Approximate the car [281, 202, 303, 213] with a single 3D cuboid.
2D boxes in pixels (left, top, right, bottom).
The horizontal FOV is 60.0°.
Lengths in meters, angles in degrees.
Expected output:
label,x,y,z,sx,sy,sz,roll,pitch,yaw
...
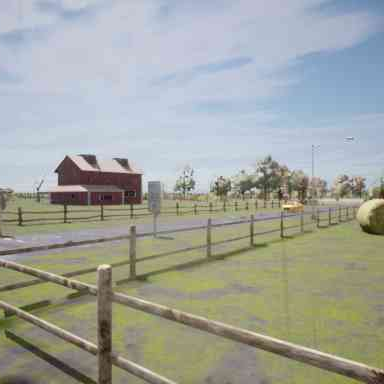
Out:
label,x,y,z,sx,sy,sz,roll,pitch,yaw
car,14.863,2.212,49.300,1.882,1.535,5.008,-1,-1,36
